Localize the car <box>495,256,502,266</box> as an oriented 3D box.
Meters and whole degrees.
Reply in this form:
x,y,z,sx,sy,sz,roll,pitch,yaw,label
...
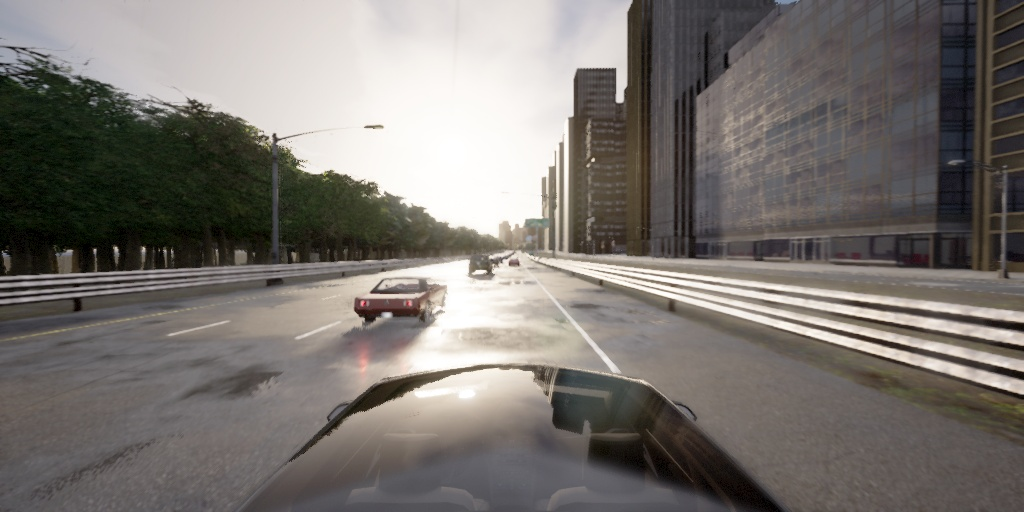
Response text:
x,y,z,sx,sy,sz,roll,pitch,yaw,label
-3.233,1.010,62.503,1.837,1.490,4.892,0,0,0,car

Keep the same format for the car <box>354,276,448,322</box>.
x,y,z,sx,sy,sz,roll,pitch,yaw,label
-3.423,1.326,12.106,1.895,1.301,4.718,0,0,0,car

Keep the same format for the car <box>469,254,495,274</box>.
x,y,z,sx,sy,sz,roll,pitch,yaw,label
-3.302,0.840,38.142,2.150,2.045,5.566,0,0,0,car
